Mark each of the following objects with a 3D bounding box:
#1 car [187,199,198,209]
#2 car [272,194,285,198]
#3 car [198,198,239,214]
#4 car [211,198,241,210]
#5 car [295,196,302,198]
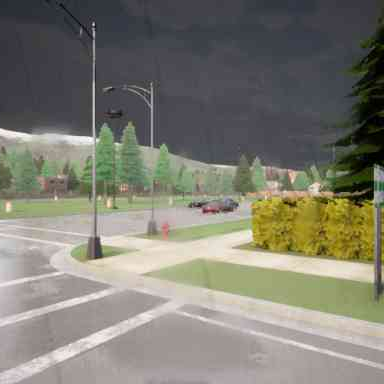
[{"bbox_3d":[1.417,1.601,45.067,1.895,1.301,4.718,0,0,36],"label":"car"},{"bbox_3d":[17.716,1.353,67.566,2.097,1.767,4.553,0,0,36],"label":"car"},{"bbox_3d":[2.857,1.564,35.120,1.994,1.385,4.181,0,0,36],"label":"car"},{"bbox_3d":[4.462,1.525,43.299,1.812,1.442,4.674,0,0,36],"label":"car"},{"bbox_3d":[21.428,1.547,66.725,2.033,1.411,5.357,0,0,36],"label":"car"}]
